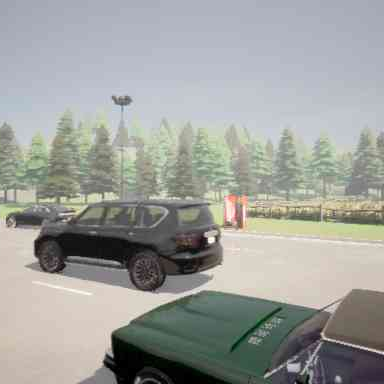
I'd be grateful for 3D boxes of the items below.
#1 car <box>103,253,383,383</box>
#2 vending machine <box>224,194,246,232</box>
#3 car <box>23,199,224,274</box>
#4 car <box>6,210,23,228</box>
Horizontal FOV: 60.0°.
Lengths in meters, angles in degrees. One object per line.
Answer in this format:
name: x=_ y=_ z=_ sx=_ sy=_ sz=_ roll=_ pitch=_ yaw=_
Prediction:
car: x=1.435 y=1.601 z=2.861 sx=4.718 sy=1.301 sz=1.895 roll=0 pitch=0 yaw=35
vending machine: x=2.522 y=1.195 z=19.369 sx=0.880 sy=2.100 sz=1.100 roll=0 pitch=0 yaw=30
car: x=-1.851 y=1.220 z=9.124 sx=5.566 sy=2.045 sz=2.150 roll=0 pitch=0 yaw=30
car: x=-9.351 y=1.491 z=20.686 sx=4.902 sy=1.511 sz=2.128 roll=0 pitch=0 yaw=24
